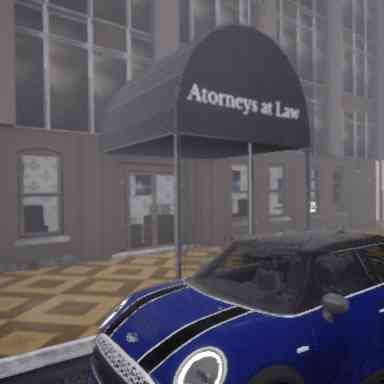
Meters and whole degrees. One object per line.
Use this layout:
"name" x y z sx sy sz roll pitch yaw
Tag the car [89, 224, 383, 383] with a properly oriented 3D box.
"car" 1.125 1.361 4.181 4.553 1.767 2.097 0 0 -36
